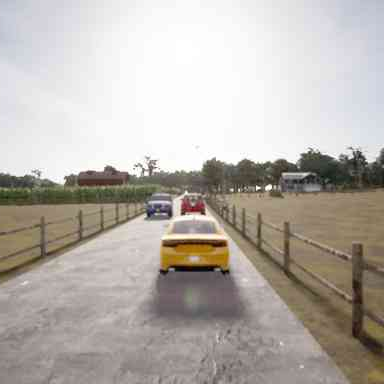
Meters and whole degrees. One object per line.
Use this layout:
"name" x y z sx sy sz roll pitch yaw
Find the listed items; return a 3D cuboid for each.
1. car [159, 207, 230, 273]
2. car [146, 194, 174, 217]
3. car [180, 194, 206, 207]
"car" 0.075 1.480 10.680 1.882 1.535 5.008 0 0 0
"car" -2.854 1.184 30.641 2.150 2.045 5.566 0 0 0
"car" 0.090 1.183 31.186 2.150 2.045 5.566 0 0 0
